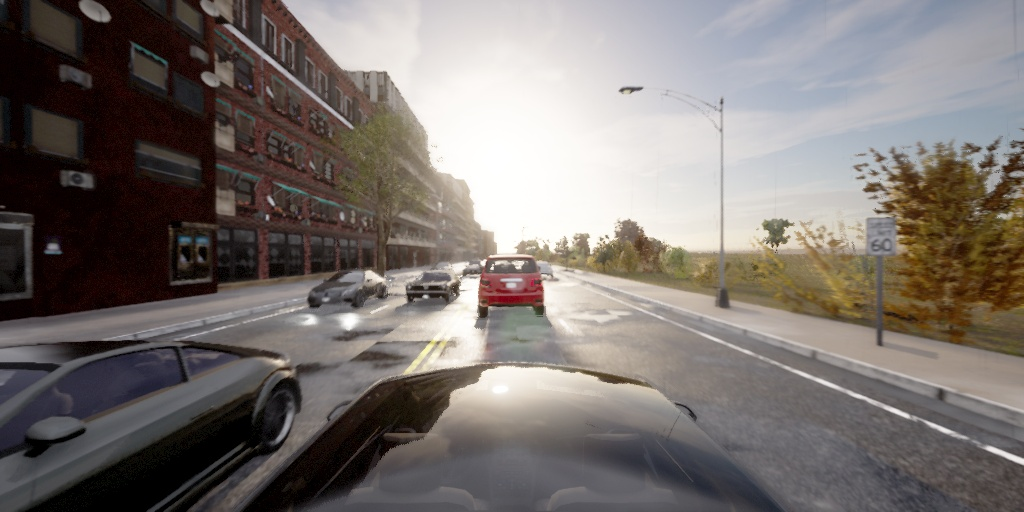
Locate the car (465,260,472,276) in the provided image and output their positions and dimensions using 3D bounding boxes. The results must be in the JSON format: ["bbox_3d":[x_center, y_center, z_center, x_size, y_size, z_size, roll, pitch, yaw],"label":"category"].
[{"bbox_3d":[-3.794,1.368,36.703,1.994,1.385,4.181,0,0,-1],"label":"car"}]

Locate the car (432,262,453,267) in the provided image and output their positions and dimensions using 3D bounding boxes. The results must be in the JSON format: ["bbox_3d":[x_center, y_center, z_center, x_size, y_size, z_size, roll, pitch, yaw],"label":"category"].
[{"bbox_3d":[-7.043,1.331,36.426,1.812,1.442,4.674,0,0,-1],"label":"car"}]

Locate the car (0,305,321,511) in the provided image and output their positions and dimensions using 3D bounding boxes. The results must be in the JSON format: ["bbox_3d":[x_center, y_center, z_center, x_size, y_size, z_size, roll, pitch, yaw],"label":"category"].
[{"bbox_3d":[-3.333,1.335,2.323,1.994,1.385,4.181,0,0,-1],"label":"car"}]

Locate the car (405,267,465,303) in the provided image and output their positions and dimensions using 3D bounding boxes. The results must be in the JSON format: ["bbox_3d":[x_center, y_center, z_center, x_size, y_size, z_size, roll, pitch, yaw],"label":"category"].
[{"bbox_3d":[-3.570,1.374,16.962,1.895,1.301,4.718,0,0,-1],"label":"car"}]

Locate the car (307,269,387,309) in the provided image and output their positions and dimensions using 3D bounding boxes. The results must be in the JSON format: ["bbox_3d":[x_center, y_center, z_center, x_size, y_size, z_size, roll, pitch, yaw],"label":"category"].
[{"bbox_3d":[-6.794,1.318,15.362,1.812,1.442,4.674,0,0,-1],"label":"car"}]

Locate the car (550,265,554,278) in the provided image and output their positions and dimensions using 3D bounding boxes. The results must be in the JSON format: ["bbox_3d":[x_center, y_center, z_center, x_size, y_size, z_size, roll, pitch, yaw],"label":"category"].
[{"bbox_3d":[2.824,1.265,33.978,1.812,1.442,4.674,0,0,0],"label":"car"}]

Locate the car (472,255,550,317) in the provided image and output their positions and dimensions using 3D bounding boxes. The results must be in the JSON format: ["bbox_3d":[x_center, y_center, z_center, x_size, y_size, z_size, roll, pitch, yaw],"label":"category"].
[{"bbox_3d":[-0.047,0.972,13.428,2.150,2.045,5.566,0,0,-1],"label":"car"}]
